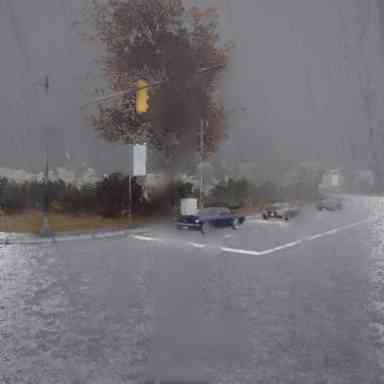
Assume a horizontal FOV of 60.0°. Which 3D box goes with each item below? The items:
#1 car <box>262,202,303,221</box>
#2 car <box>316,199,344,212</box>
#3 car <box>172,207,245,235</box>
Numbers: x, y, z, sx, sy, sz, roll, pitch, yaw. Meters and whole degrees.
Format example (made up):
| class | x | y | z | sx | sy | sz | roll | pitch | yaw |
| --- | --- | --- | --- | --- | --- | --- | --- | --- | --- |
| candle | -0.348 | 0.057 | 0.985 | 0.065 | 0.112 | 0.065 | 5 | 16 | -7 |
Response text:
| class | x | y | z | sx | sy | sz | roll | pitch | yaw |
| --- | --- | --- | --- | --- | --- | --- | --- | --- | --- |
| car | 7.274 | 1.505 | 26.576 | 1.994 | 1.385 | 4.181 | 0 | 0 | 39 |
| car | 15.439 | 1.448 | 37.026 | 2.033 | 1.411 | 5.357 | 0 | 1 | 37 |
| car | 1.037 | 1.546 | 18.784 | 1.895 | 1.301 | 4.718 | 0 | 0 | 39 |
